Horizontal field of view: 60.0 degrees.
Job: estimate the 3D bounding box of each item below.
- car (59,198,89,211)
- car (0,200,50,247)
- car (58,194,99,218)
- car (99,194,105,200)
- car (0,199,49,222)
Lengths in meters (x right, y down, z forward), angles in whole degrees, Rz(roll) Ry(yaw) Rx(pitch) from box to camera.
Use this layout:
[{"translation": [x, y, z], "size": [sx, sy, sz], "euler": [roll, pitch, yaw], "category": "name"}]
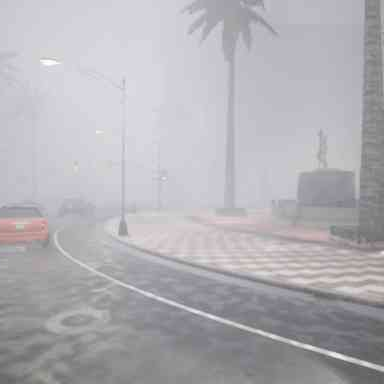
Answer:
[{"translation": [-13.769, 1.441, 39.063], "size": [1.994, 1.385, 4.181], "euler": [0, 0, 1], "category": "car"}, {"translation": [-7.332, 1.296, 14.218], "size": [2.097, 1.767, 4.553], "euler": [0, 0, -27], "category": "car"}, {"translation": [-10.091, 1.260, 29.491], "size": [2.097, 1.767, 4.553], "euler": [0, 0, -2], "category": "car"}, {"translation": [-23.804, 1.273, 86.019], "size": [2.161, 1.482, 4.786], "euler": [0, 0, 0], "category": "car"}, {"translation": [-13.463, 1.401, 26.908], "size": [1.837, 1.490, 4.892], "euler": [0, 1, -3], "category": "car"}]
